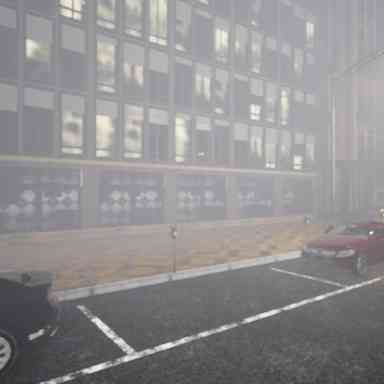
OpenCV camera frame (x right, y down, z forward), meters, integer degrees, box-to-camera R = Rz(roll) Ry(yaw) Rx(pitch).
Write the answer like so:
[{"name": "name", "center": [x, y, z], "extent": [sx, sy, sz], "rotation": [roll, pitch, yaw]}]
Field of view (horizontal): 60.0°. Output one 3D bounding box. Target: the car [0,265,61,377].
[{"name": "car", "center": [-3.863, 1.553, 3.799], "extent": [4.403, 1.369, 2.008], "rotation": [0, 0, -36]}]

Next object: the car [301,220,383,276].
[{"name": "car", "center": [5.156, 1.557, 10.234], "extent": [4.206, 1.307, 1.802], "rotation": [0, 0, -36]}]
